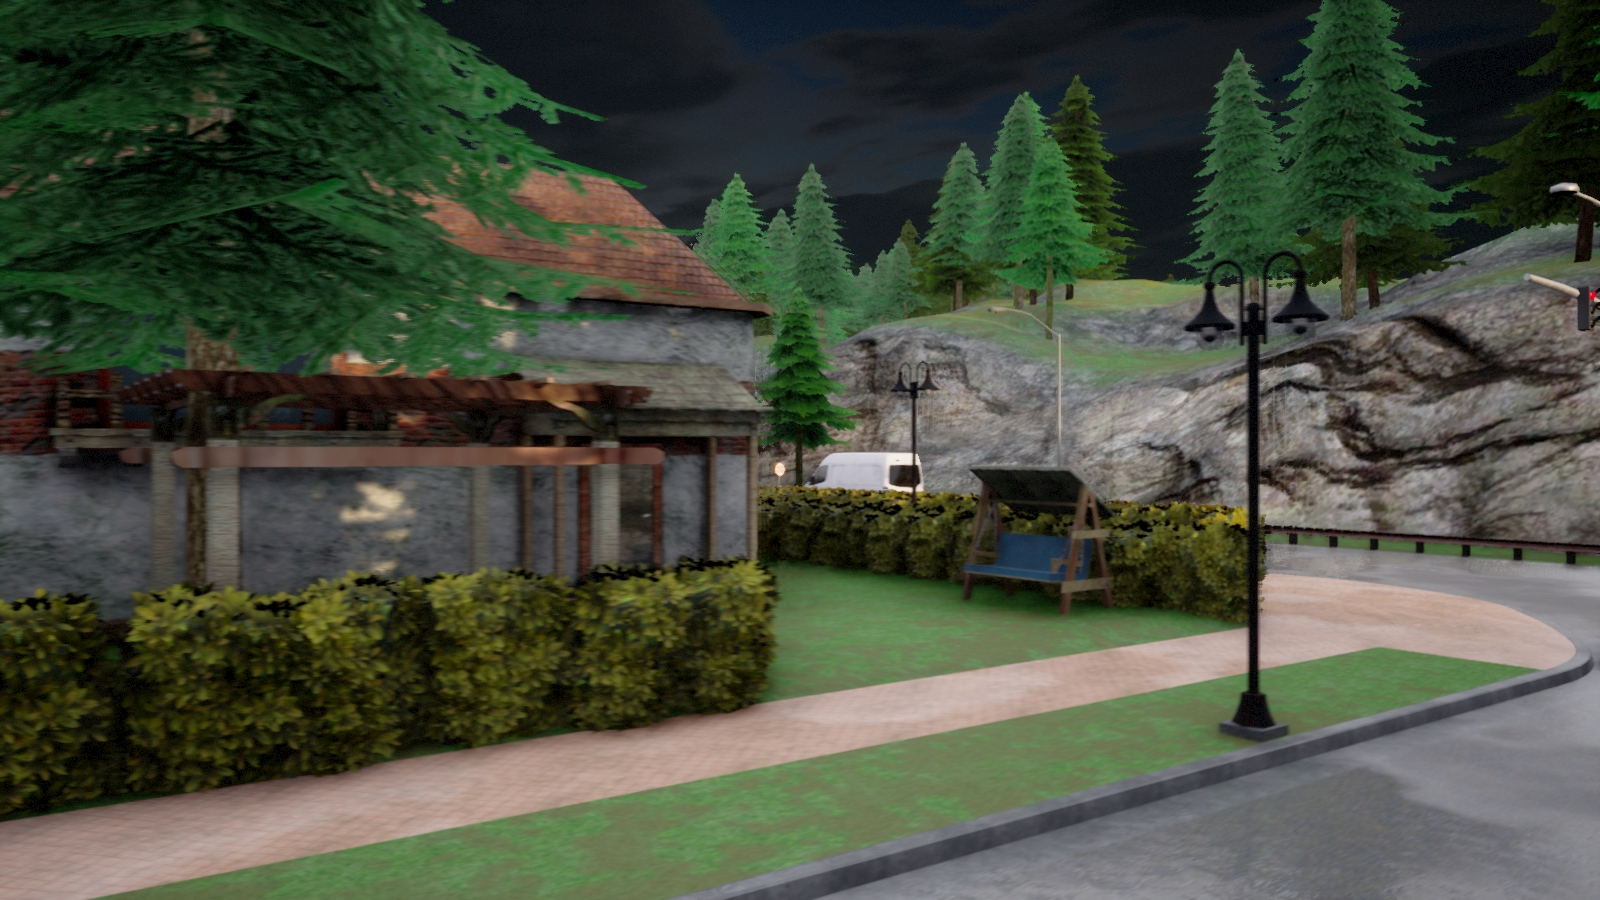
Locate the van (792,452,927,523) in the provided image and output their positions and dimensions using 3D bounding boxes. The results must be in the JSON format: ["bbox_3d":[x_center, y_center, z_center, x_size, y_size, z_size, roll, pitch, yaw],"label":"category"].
[{"bbox_3d":[2.202,1.346,44.330,1.988,2.561,5.915,0,0,-36],"label":"van"}]
